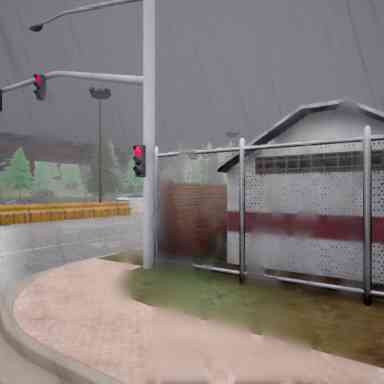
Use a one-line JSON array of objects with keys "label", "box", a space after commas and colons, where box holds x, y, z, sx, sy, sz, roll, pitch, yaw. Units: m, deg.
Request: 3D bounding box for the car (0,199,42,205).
[{"label": "car", "box": [-18.579, 1.492, 35.793, 2.128, 1.511, 4.902, 0, 0, 34]}]
